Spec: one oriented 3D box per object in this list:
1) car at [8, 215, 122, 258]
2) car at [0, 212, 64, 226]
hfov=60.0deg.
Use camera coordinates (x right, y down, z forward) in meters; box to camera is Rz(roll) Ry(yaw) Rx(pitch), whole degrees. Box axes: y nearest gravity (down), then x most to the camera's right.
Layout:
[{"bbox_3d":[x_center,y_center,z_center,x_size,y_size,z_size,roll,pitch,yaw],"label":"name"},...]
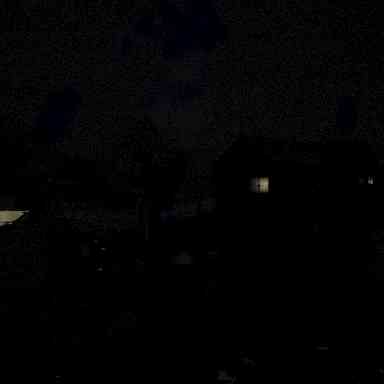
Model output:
[{"bbox_3d":[-5.625,2.035,15.294,5.008,1.535,1.882,-1,0,20],"label":"car"},{"bbox_3d":[-9.302,2.007,19.603,4.553,1.767,2.097,-2,0,19],"label":"car"}]
